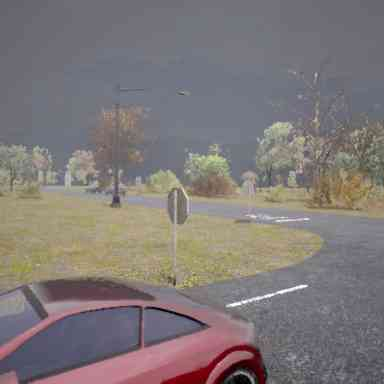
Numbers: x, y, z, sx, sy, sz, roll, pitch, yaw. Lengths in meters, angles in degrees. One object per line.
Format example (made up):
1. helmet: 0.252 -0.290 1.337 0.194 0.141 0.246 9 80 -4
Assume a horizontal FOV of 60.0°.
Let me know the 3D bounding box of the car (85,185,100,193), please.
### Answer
1. car: -17.771 -0.536 59.793 1.837 1.490 4.892 0 2 -36

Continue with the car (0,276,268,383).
1. car: -1.294 1.568 2.945 4.181 1.385 1.994 0 0 -36

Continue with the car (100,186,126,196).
1. car: -11.932 -0.227 51.669 2.128 1.511 4.902 0 2 -36
